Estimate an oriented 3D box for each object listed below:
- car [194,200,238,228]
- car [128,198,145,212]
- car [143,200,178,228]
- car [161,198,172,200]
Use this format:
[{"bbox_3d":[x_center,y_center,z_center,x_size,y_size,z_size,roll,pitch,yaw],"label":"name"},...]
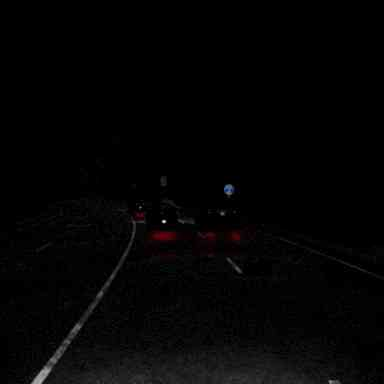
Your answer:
[{"bbox_3d":[1.483,1.337,22.031,2.097,1.767,4.553,0,0,-10],"label":"car"},{"bbox_3d":[-6.612,1.533,40.277,1.837,1.490,4.892,0,0,-18],"label":"car"},{"bbox_3d":[-2.074,1.511,22.152,1.837,1.490,4.892,0,0,-10],"label":"car"},{"bbox_3d":[-3.164,1.523,41.015,1.812,1.442,4.674,0,0,-18],"label":"car"}]
